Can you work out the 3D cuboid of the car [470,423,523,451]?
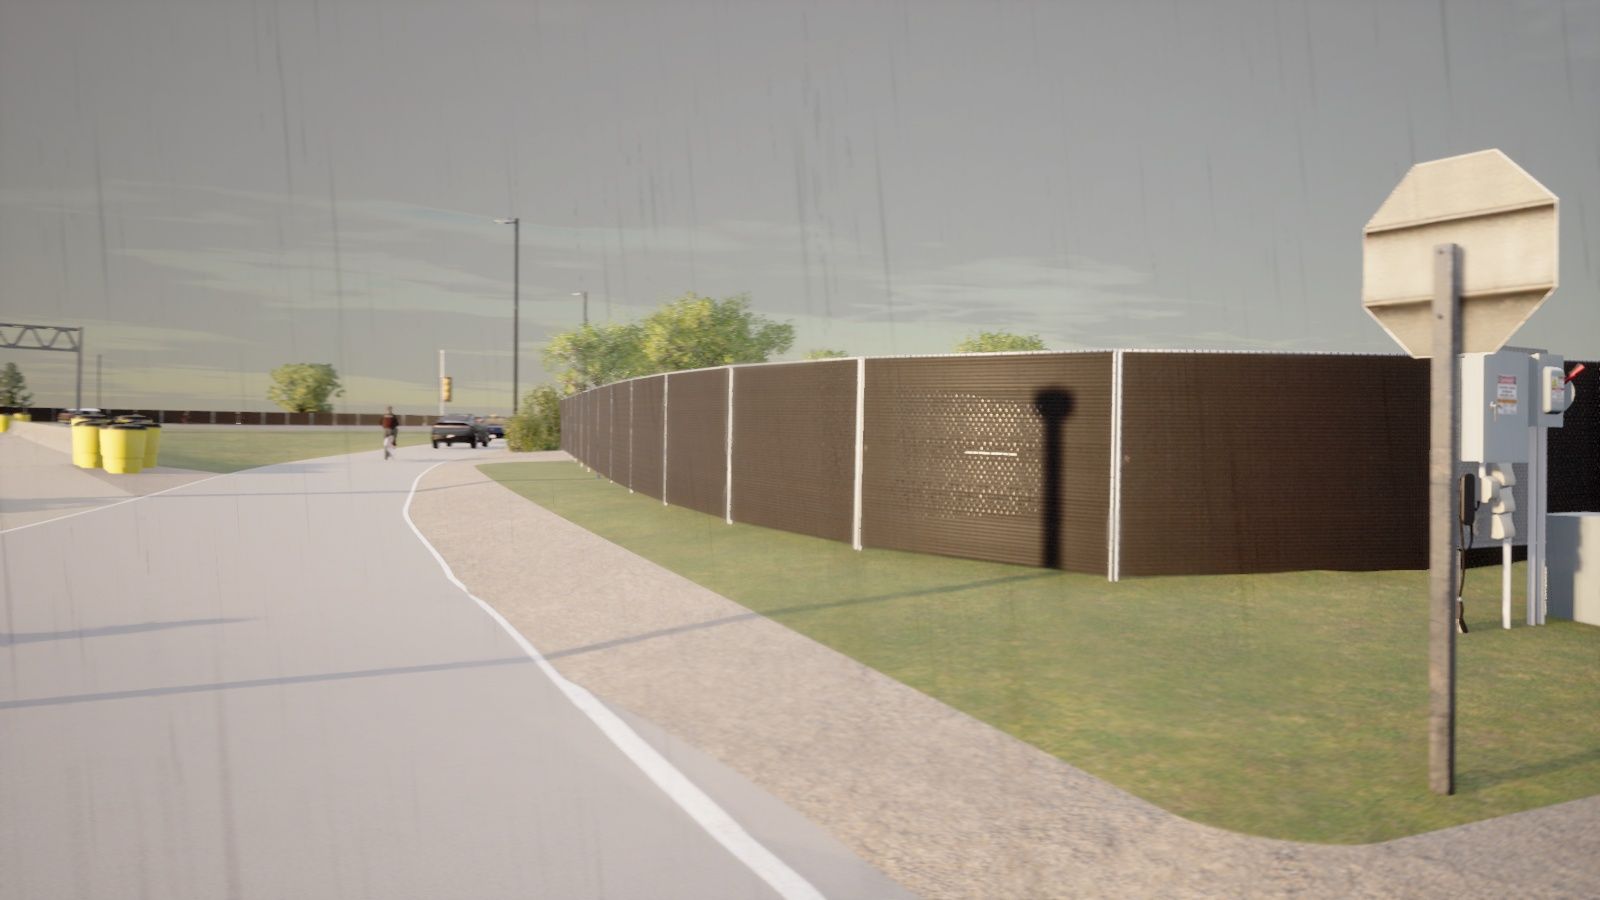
[{"bbox_3d":[-15.559,-0.694,64.556,1.895,1.301,4.718,-1,2,-4],"label":"car"}]

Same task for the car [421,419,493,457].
[{"bbox_3d":[-14.778,-0.554,54.426,2.128,1.511,4.902,-1,2,-5],"label":"car"}]
